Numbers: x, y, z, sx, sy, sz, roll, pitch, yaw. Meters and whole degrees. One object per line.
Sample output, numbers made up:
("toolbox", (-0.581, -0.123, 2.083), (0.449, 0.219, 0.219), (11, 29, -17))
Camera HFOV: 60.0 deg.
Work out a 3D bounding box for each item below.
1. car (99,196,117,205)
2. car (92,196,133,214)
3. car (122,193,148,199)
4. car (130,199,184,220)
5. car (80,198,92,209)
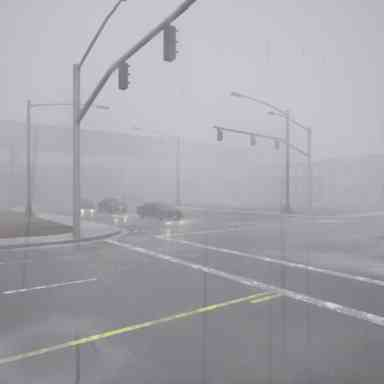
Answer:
("car", (-14.992, 1.526, 59.810), (1.812, 1.442, 4.674), (0, 0, 3))
("car", (-8.759, 1.491, 36.239), (2.128, 1.511, 4.902), (0, 0, -36))
("car", (-12.303, 1.223, 69.377), (2.150, 2.045, 5.566), (0, 0, 29))
("car", (-2.887, 1.547, 28.251), (2.033, 1.411, 5.357), (0, 0, -36))
("car", (-14.467, 1.563, 44.387), (1.994, 1.385, 4.181), (0, 0, -32))
